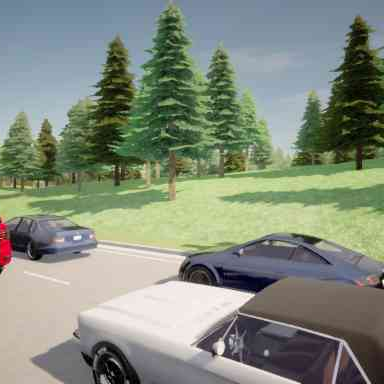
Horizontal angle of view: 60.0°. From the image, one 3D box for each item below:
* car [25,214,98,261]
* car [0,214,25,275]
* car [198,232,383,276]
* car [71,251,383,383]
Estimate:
[{"bbox_3d":[-5.802,1.547,12.353,5.357,1.411,2.033,0,0,35],"label":"car"},{"bbox_3d":[-7.064,1.221,8.949,5.566,2.045,2.150,0,0,36],"label":"car"},{"bbox_3d":[1.756,1.564,7.036,4.181,1.385,1.994,0,0,35],"label":"car"},{"bbox_3d":[0.907,1.601,3.344,4.718,1.301,1.895,0,0,35],"label":"car"}]
